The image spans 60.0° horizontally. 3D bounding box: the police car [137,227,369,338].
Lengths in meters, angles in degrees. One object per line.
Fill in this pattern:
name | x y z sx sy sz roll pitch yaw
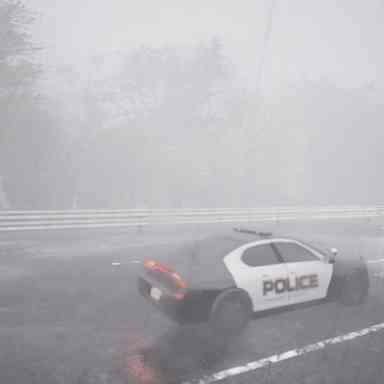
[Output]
police car | 1.511 1.544 6.743 4.974 1.542 2.038 1 0 -29
